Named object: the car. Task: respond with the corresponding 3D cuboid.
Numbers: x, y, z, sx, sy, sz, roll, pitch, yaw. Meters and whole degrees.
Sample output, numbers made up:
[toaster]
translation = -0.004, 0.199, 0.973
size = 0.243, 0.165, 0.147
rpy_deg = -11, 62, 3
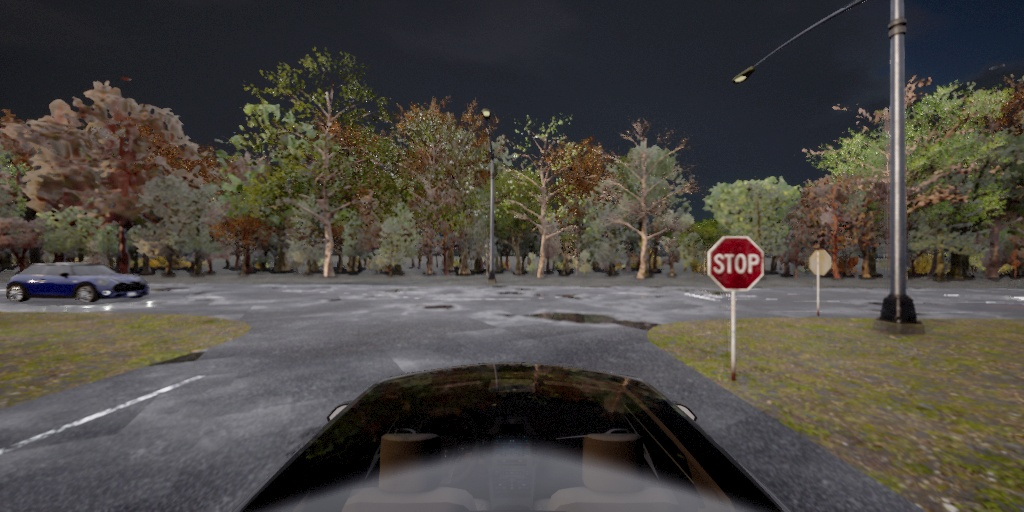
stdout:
[car]
translation = -19.152, 1.097, 16.000
size = 4.553, 1.767, 2.097
rpy_deg = 0, 0, 1
